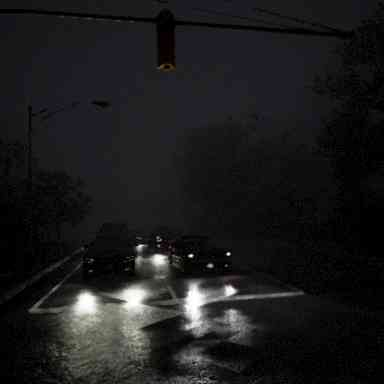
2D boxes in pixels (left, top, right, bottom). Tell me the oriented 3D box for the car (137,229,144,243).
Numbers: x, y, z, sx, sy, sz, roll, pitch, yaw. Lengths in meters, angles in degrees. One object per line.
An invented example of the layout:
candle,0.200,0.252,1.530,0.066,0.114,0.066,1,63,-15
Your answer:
car,-5.390,4.785,35.617,1.837,1.490,4.892,0,-5,-19

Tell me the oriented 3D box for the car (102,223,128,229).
car,-5.482,3.207,23.512,2.150,2.045,5.566,0,-6,-14

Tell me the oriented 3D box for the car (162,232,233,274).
car,0.156,2.580,14.345,1.895,1.301,4.718,0,-5,-14

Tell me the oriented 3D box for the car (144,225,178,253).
car,-1.813,3.192,23.234,2.097,1.767,4.553,0,-6,-14

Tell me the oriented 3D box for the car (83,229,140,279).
car,-3.315,2.501,13.812,1.882,1.535,5.008,0,-5,-12

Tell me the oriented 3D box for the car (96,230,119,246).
car,-9.155,4.935,35.828,1.882,1.535,5.008,0,-7,-20
